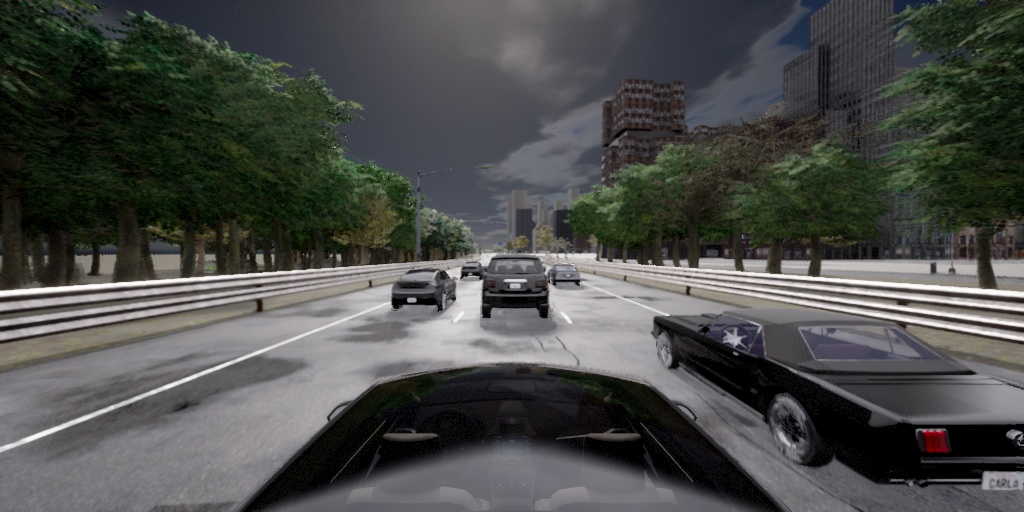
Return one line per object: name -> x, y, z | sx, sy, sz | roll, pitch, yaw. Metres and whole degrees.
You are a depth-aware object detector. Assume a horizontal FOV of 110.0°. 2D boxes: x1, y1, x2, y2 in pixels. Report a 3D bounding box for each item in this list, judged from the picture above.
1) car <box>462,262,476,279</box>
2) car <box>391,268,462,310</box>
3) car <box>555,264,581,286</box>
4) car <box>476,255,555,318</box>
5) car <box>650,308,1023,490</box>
car -> -3.501, 1.253, 32.368 | 1.837, 1.490, 4.892 | 0, 0, -1
car -> -3.399, 1.253, 14.570 | 1.837, 1.490, 4.892 | 0, 0, 0
car -> 3.559, 1.303, 25.354 | 2.033, 1.411, 5.357 | 0, 0, 0
car -> 0.117, 0.972, 13.195 | 2.150, 2.045, 5.566 | 0, 0, 0
car -> 3.599, 1.354, 4.837 | 1.895, 1.301, 4.718 | 0, 0, 0
